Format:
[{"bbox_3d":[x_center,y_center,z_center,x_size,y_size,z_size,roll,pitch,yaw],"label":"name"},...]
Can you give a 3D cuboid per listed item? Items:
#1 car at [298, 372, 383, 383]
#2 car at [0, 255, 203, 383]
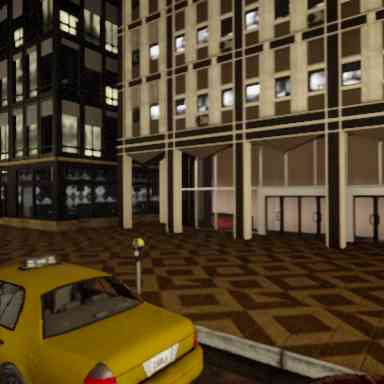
[{"bbox_3d":[2.299,1.583,1.244,4.206,1.307,1.802,0,0,35],"label":"car"},{"bbox_3d":[-2.167,1.521,4.425,4.829,1.417,1.752,0,0,35],"label":"car"}]
